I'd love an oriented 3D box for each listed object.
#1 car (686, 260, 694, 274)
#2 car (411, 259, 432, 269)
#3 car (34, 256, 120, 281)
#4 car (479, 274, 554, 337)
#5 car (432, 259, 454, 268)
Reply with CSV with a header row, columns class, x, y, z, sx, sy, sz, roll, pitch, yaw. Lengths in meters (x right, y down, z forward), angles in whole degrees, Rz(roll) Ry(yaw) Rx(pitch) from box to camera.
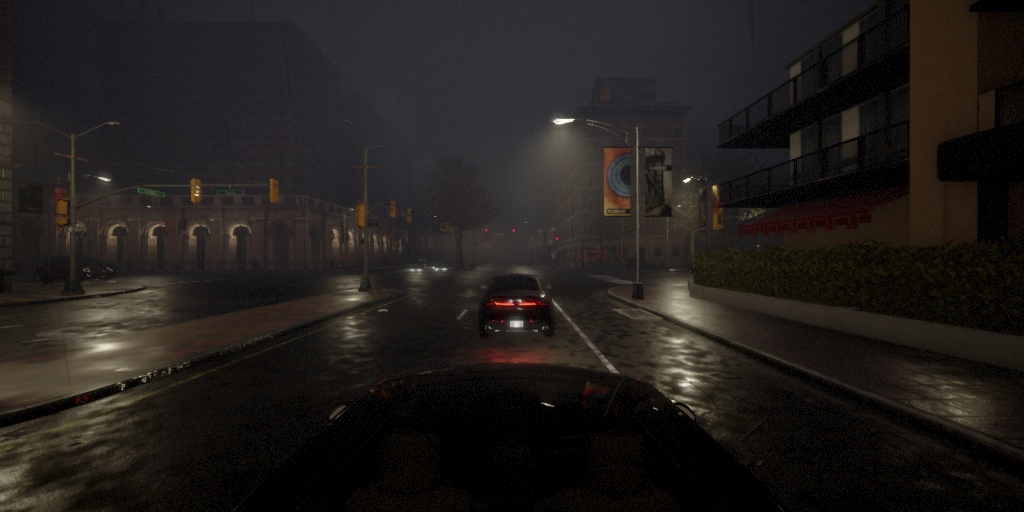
class,x,y,z,sx,sy,sz,roll,pitch,yaw
car,21.899,1.351,39.579,4.718,1.301,1.895,0,0,0
car,-14.808,1.241,57.978,2.128,1.511,4.902,0,0,0
car,-35.236,1.102,28.922,4.553,1.767,2.097,0,0,0
car,0.117,1.255,10.339,1.837,1.490,4.892,0,0,0
car,-11.302,1.314,58.747,1.994,1.385,4.181,0,0,0
